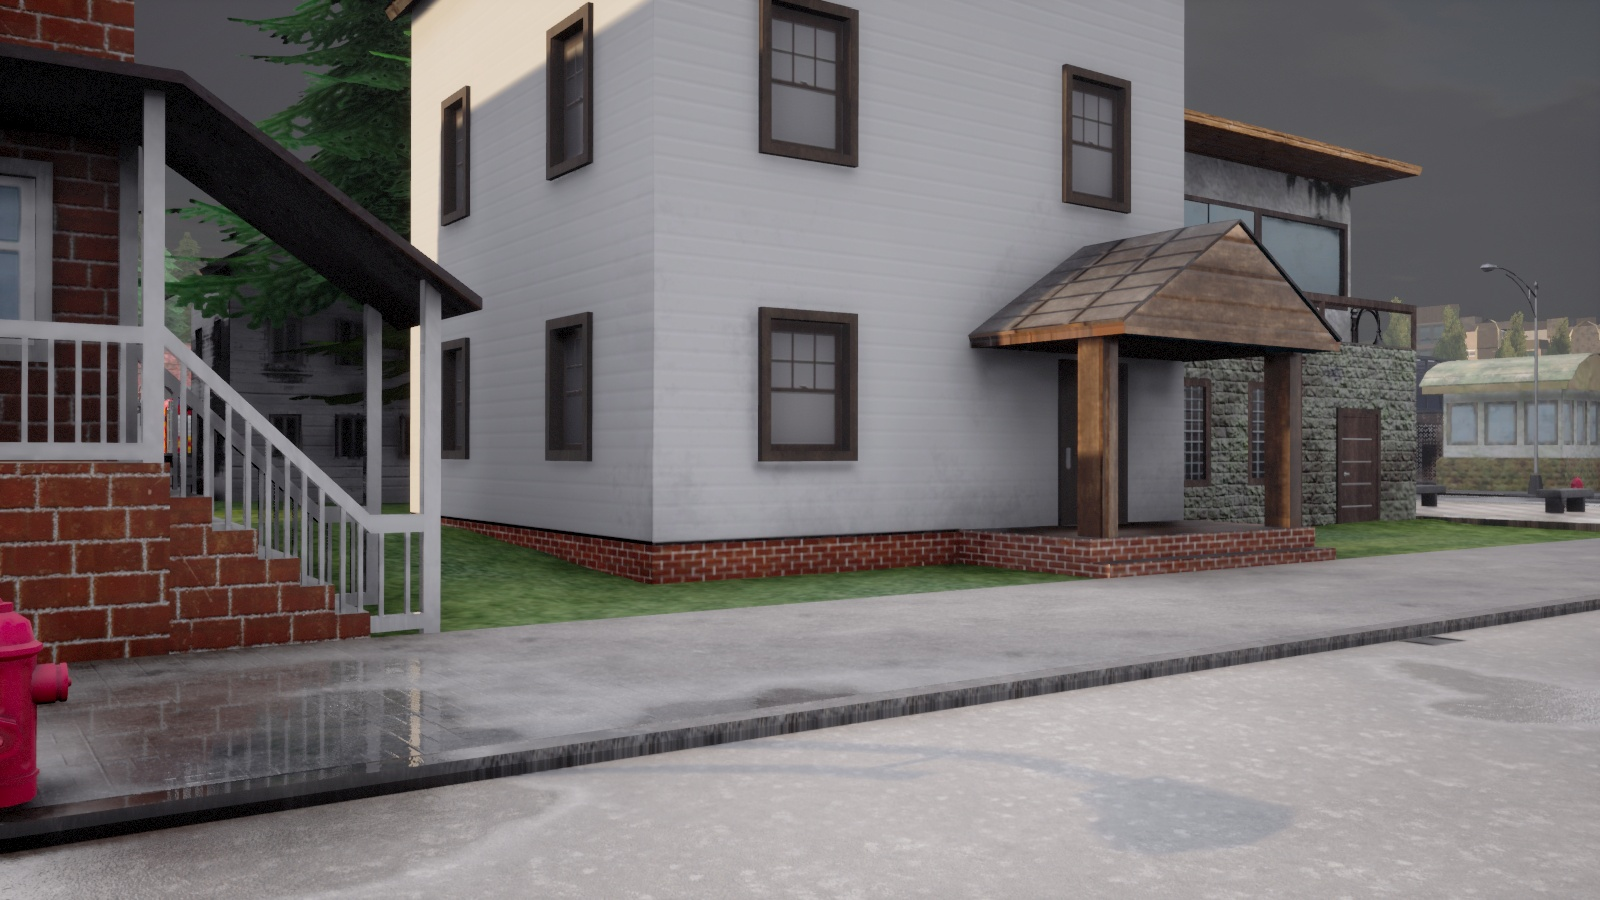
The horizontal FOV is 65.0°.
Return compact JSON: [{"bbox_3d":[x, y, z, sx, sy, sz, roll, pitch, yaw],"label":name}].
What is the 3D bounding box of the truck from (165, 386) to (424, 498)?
[{"bbox_3d":[-18.604,-0.266,46.530,8.468,3.827,2.891,0,0,-35],"label":"truck"}]
